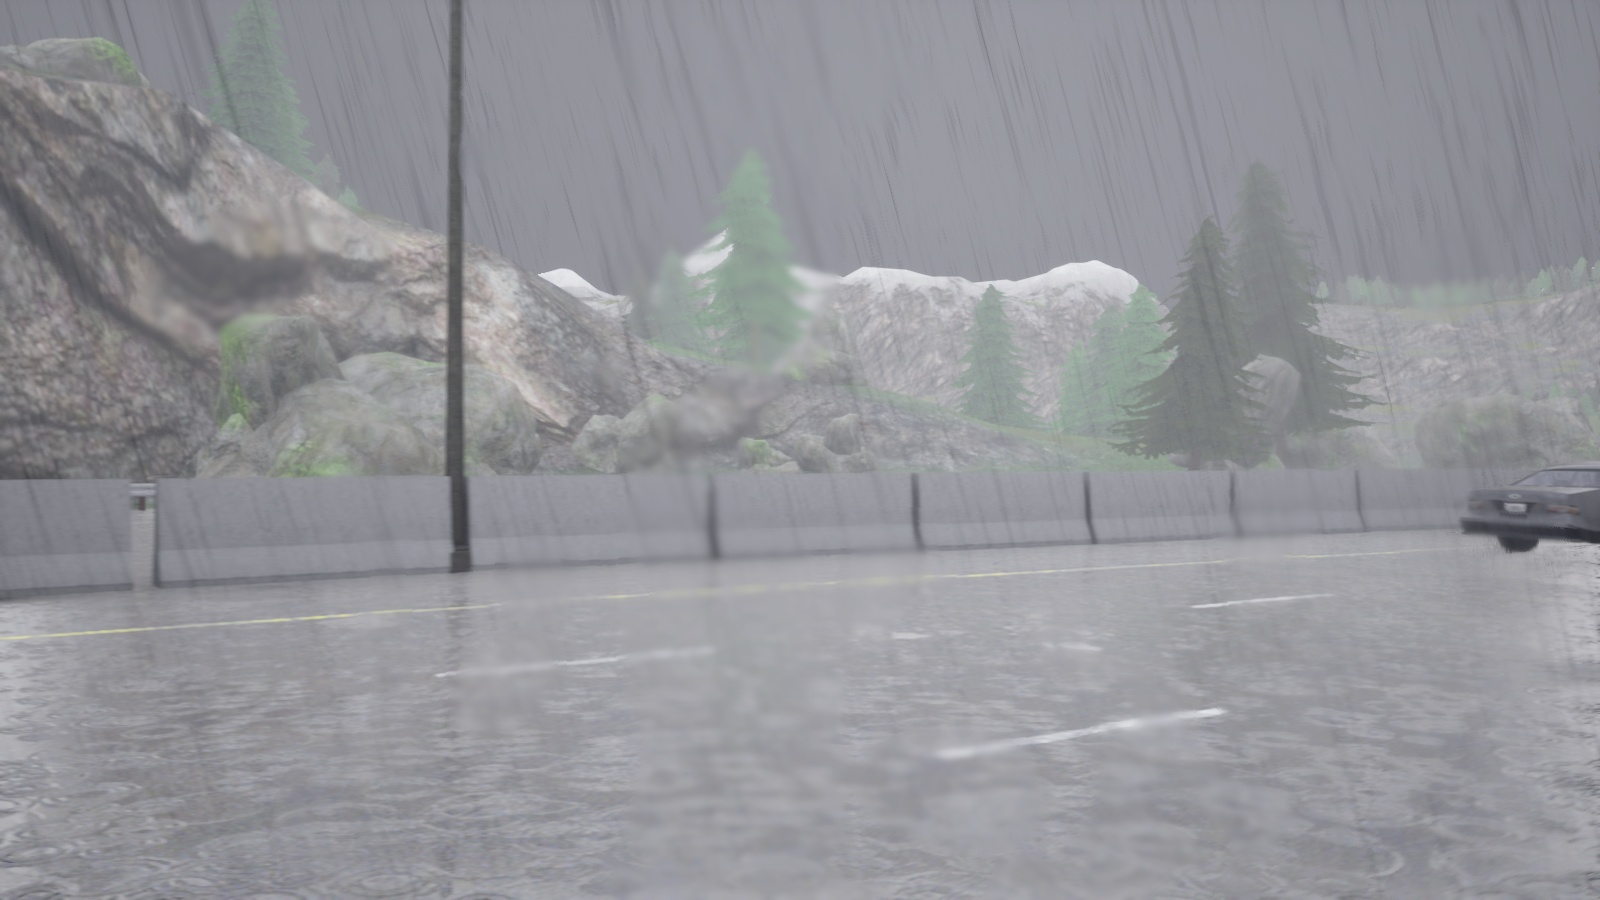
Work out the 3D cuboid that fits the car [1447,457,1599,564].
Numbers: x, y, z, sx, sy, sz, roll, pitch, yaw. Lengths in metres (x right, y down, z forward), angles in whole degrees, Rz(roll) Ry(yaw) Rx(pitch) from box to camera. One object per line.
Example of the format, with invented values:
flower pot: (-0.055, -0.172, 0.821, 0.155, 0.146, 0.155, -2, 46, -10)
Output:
car: (12.400, 0.808, 18.754, 5.357, 1.411, 2.033, 0, 0, -25)
